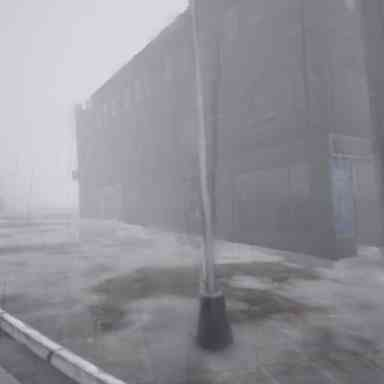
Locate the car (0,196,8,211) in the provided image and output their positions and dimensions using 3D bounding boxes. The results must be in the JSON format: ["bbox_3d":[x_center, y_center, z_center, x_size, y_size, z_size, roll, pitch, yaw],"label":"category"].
[{"bbox_3d":[-27.419,1.651,45.277,2.150,2.045,5.566,-4,0,-1],"label":"car"}]

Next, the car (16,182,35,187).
[{"bbox_3d":[-42.631,-1.562,82.995,2.185,1.767,4.553,-5,-3,23],"label":"car"}]

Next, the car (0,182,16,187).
[{"bbox_3d":[-44.756,-1.579,77.894,2.097,1.535,5.008,-5,-3,24],"label":"car"}]
